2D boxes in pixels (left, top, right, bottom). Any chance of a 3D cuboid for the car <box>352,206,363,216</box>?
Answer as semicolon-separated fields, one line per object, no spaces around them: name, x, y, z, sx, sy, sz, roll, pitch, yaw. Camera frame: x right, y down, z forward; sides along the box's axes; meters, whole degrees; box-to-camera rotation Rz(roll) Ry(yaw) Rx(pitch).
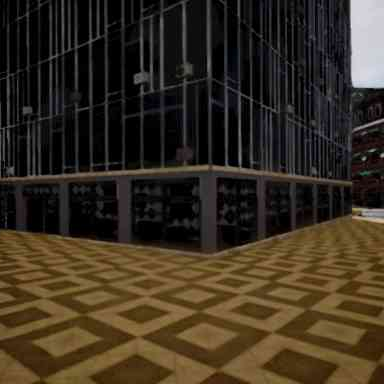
car;18.734;2.127;40.327;1.752;1.417;4.829;-1;-1;-5
